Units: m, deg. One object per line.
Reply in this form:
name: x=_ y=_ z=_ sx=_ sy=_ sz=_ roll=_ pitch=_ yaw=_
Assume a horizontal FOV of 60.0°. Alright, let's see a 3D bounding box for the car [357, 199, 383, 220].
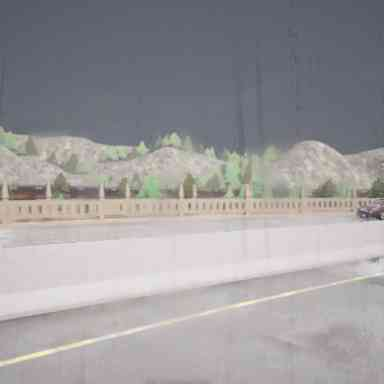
car: x=15.848 y=1.341 z=27.271 sx=4.553 sy=1.767 sz=2.097 roll=0 pitch=0 yaw=-19
